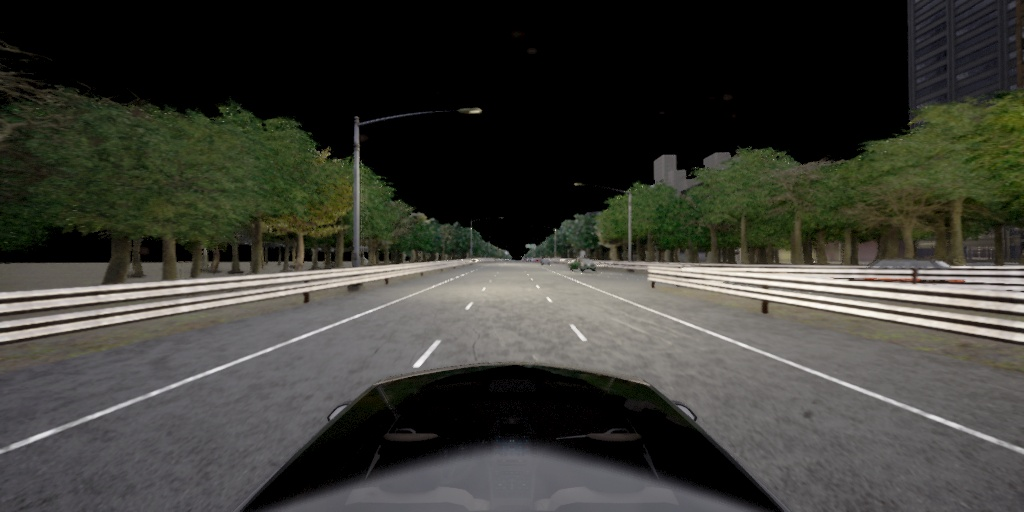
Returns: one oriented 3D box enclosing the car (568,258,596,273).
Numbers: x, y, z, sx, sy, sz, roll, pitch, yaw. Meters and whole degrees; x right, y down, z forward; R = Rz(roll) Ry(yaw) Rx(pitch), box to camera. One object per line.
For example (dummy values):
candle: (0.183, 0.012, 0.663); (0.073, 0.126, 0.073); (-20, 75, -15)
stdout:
car: (8.855, 1.081, 45.631); (2.097, 1.767, 4.553); (0, 0, -13)

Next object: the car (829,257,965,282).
car: (18.575, 0.949, 17.645); (2.097, 1.767, 4.553); (0, -1, -30)
